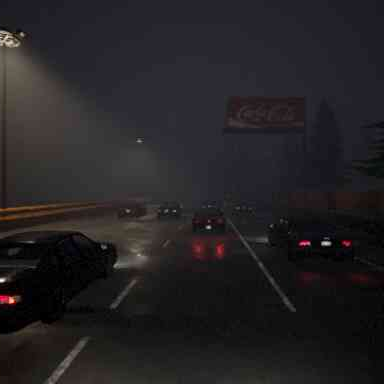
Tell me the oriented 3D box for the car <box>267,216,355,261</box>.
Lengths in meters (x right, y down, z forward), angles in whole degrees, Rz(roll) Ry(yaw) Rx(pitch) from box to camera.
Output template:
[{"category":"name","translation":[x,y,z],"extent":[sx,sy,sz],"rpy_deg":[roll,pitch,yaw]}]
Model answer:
[{"category":"car","translation":[4.113,1.587,12.373],"extent":[2.033,1.411,5.357],"rpy_deg":[0,0,3]}]

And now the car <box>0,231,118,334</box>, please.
[{"category":"car","translation":[-3.146,1.561,7.169],"extent":[2.033,1.411,5.357],"rpy_deg":[0,0,3]}]

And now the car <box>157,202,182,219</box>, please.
[{"category":"car","translation":[-1.959,1.622,30.189],"extent":[2.033,1.411,5.357],"rpy_deg":[0,0,3]}]

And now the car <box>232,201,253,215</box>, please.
[{"category":"car","translation":[5.319,1.647,35.496],"extent":[2.033,1.411,5.357],"rpy_deg":[0,0,3]}]

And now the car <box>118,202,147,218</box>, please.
[{"category":"car","translation":[-5.432,1.635,30.813],"extent":[1.994,1.385,4.181],"rpy_deg":[0,0,3]}]

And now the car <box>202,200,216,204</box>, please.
[{"category":"car","translation":[1.979,1.650,38.537],"extent":[2.033,1.411,5.357],"rpy_deg":[0,0,3]}]

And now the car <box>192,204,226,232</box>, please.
[{"category":"car","translation":[1.042,1.656,20.594],"extent":[1.895,1.301,4.718],"rpy_deg":[0,0,3]}]
